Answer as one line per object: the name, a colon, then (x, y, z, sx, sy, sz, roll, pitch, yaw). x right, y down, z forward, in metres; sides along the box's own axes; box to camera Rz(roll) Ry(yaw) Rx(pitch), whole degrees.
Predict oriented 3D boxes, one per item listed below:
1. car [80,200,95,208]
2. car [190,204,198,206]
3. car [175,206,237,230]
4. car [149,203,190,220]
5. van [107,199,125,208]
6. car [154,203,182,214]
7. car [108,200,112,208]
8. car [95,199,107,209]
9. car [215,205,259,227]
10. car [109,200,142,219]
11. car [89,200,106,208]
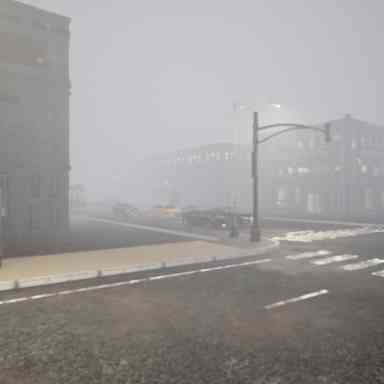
car: (-20.796, 2.409, 65.582, 2.128, 1.511, 4.902, 0, -1, -35)
car: (-0.153, 2.149, 40.986, 1.802, 1.307, 4.206, -1, 0, -35)
car: (0.954, 1.971, 24.749, 1.947, 1.339, 4.313, -1, 0, -35)
car: (-2.665, 2.000, 34.547, 1.882, 1.535, 5.008, 0, -1, -36)
van: (-12.981, 2.154, 59.035, 1.690, 1.788, 3.998, -1, 0, -35)
car: (-3.358, 2.212, 45.498, 1.802, 1.307, 4.206, -1, 0, -35)
car: (-8.658, 2.117, 42.996, 1.882, 1.535, 5.008, 0, -1, -35)
car: (-16.187, 2.187, 63.547, 2.192, 1.841, 5.009, -1, 0, -35)
car: (3.132, 1.898, 26.382, 2.128, 1.511, 4.902, 0, -1, -35)
car: (-6.986, 2.005, 36.131, 1.967, 1.590, 4.097, -1, 0, -35)
car: (-19.390, 2.476, 68.058, 1.887, 1.381, 4.507, -1, 0, -35)
